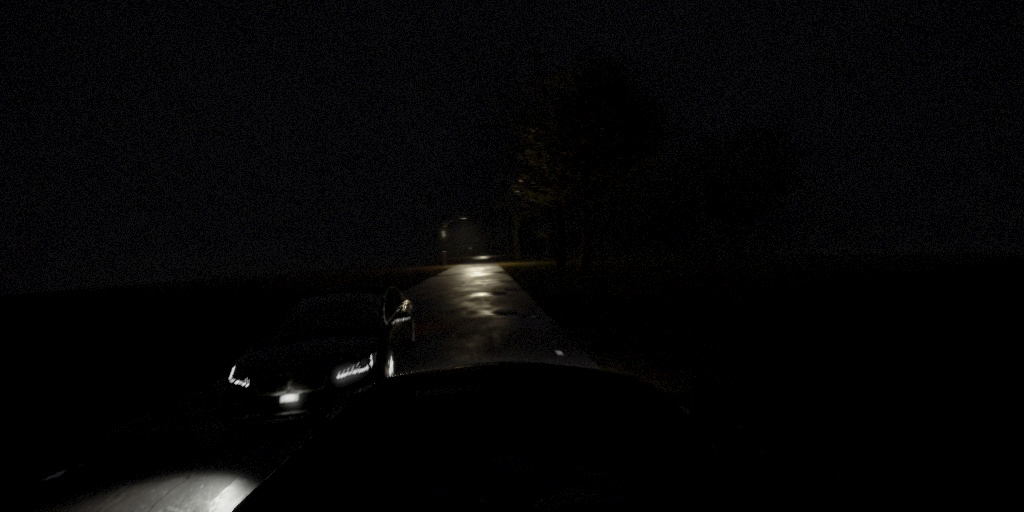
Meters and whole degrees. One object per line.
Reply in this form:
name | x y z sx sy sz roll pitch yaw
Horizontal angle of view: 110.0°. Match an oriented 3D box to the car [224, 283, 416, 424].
car | -2.832 1.304 6.322 1.837 1.490 4.892 -2 0 -9
